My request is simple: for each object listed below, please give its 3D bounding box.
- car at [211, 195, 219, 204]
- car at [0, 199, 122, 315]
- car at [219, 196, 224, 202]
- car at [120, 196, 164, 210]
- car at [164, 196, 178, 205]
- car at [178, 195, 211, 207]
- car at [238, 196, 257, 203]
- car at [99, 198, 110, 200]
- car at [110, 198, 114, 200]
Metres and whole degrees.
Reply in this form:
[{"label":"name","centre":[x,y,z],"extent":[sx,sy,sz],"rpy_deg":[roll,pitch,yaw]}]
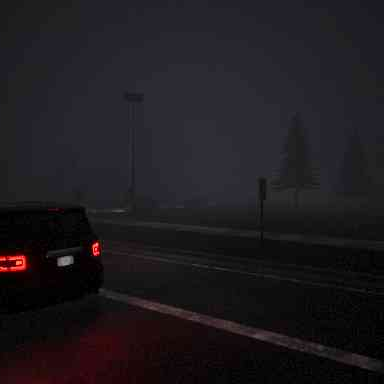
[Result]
[{"label":"car","centre":[2.362,1.351,60.671],"extent":[2.097,1.767,4.553],"rpy_deg":[0,0,35]},{"label":"car","centre":[-4.269,1.221,6.995],"extent":[5.566,2.045,2.150],"rpy_deg":[0,0,35]},{"label":"car","centre":[4.747,1.329,70.077],"extent":[2.033,1.411,5.357],"rpy_deg":[0,0,35]},{"label":"car","centre":[-6.412,1.547,42.027],"extent":[2.033,1.411,5.357],"rpy_deg":[0,0,35]},{"label":"car","centre":[-4.223,1.503,57.378],"extent":[1.837,1.490,4.892],"rpy_deg":[0,0,35]},{"label":"car","centre":[0.455,1.503,51.862],"extent":[1.837,1.490,4.892],"rpy_deg":[0,1,35]},{"label":"car","centre":[11.359,1.548,67.336],"extent":[2.033,1.411,5.357],"rpy_deg":[0,0,35]},{"label":"car","centre":[-12.196,1.526,45.934],"extent":[1.812,1.442,4.674],"rpy_deg":[0,0,34]},{"label":"car","centre":[-8.365,1.352,45.342],"extent":[2.097,1.767,4.553],"rpy_deg":[0,0,35]}]
